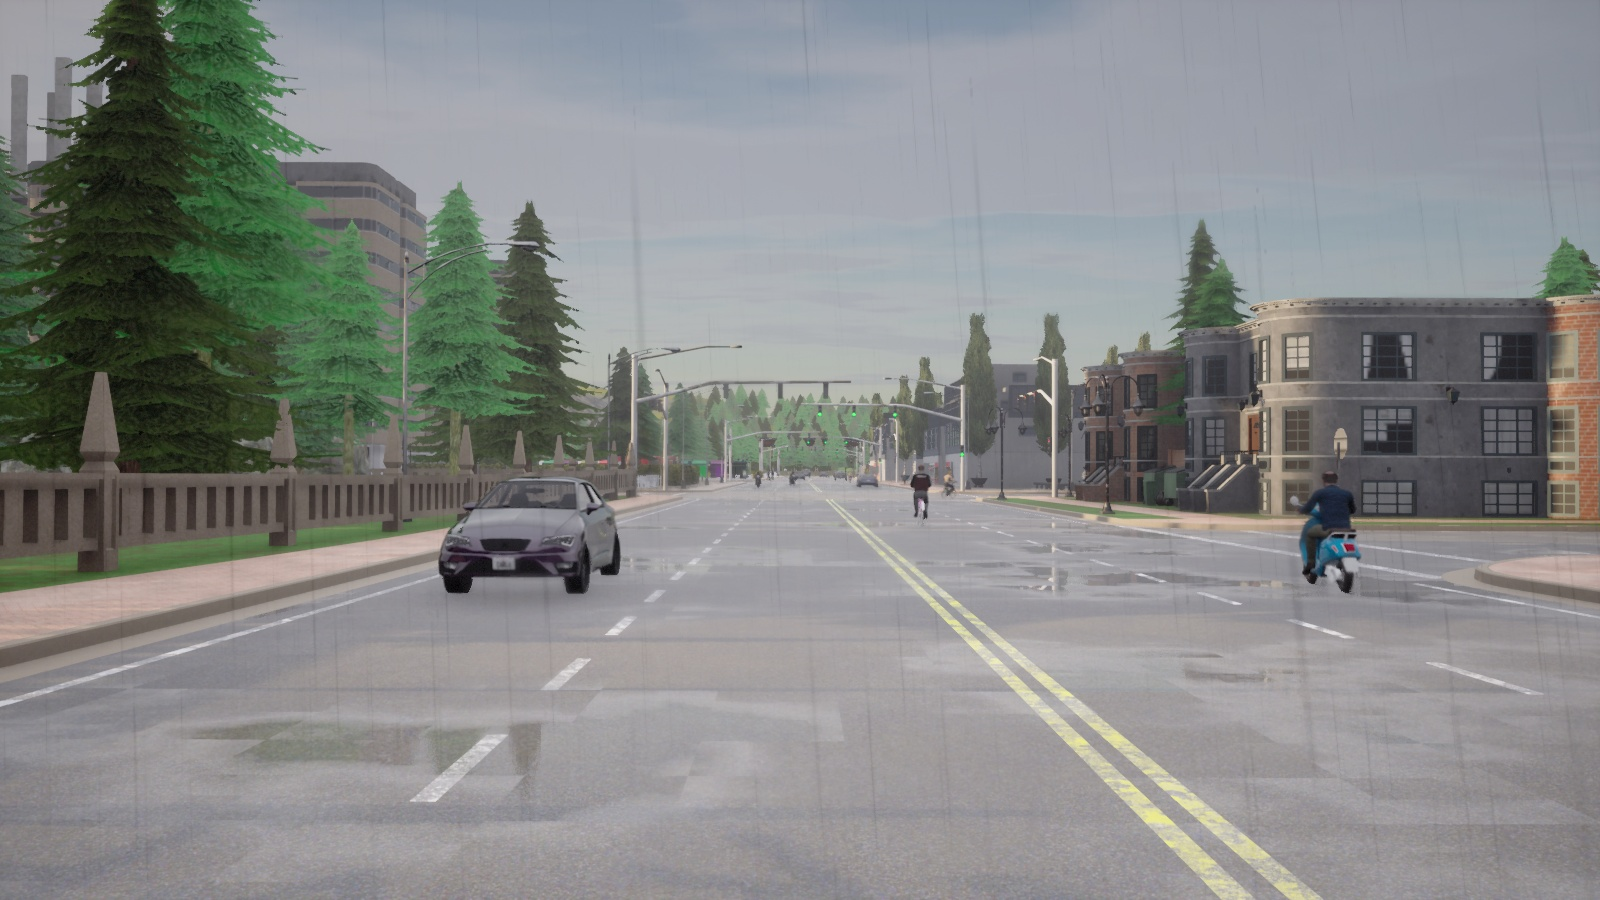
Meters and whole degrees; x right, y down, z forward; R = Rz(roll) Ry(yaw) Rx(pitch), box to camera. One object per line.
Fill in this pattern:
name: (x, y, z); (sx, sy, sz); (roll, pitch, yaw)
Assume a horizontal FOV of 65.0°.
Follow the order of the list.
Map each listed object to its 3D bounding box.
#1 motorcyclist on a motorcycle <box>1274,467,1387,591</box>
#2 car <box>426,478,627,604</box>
motorcyclist on a motorcycle: (7.140, 1.024, 17.006); (0.866, 1.590, 1.817); (0, -1, 4)
car: (-3.540, 1.128, 17.031); (1.816, 1.474, 4.193); (0, -1, 0)
